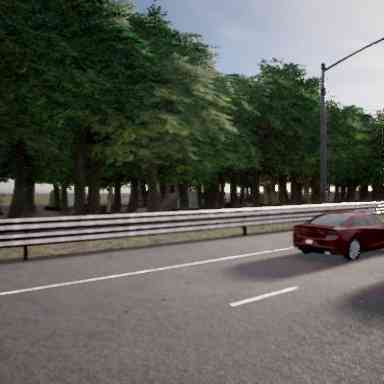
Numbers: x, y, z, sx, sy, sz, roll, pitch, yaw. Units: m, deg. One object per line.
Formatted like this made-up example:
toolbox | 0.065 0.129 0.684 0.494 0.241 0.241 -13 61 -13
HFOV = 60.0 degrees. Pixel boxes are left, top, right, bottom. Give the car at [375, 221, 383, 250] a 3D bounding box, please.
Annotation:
car | 7.427 1.505 9.048 5.357 1.411 2.033 -1 0 -36

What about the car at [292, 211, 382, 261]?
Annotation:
car | 5.800 1.432 12.187 5.008 1.535 1.882 -1 0 -36
